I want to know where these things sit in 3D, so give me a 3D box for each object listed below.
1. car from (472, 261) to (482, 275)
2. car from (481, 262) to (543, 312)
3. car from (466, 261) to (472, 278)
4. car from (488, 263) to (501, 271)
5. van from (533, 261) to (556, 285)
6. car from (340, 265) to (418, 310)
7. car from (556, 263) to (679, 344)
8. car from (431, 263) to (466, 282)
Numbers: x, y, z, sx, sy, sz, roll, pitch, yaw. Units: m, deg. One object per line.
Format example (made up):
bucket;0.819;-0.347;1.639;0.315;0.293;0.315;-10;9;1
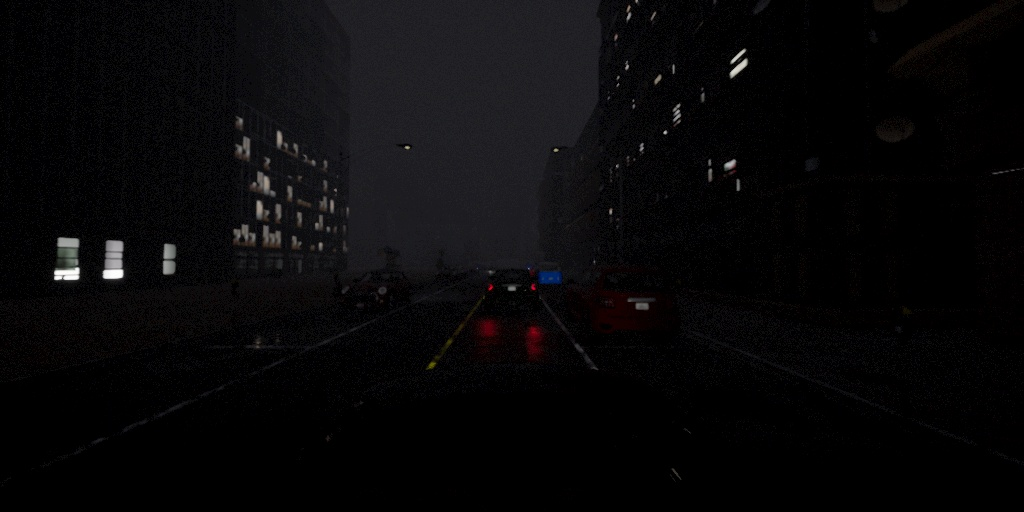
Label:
car;-5.683;1.788;49.309;1.888;1.381;4.507;0;0;0
car;0.016;1.247;15.285;2.097;1.767;4.553;0;-1;0
car;-5.677;1.571;38.018;1.967;1.591;4.097;0;0;0
car;-3.071;1.924;63.467;2.033;1.411;5.357;0;-1;1
van;2.677;1.358;26.762;1.690;1.789;3.998;0;0;0
car;-5.701;1.338;15.435;1.967;1.591;4.097;0;0;0
car;2.687;1.152;9.824;2.192;1.841;5.009;0;0;0
car;-5.680;1.514;32.372;1.967;1.591;4.097;0;0;0
